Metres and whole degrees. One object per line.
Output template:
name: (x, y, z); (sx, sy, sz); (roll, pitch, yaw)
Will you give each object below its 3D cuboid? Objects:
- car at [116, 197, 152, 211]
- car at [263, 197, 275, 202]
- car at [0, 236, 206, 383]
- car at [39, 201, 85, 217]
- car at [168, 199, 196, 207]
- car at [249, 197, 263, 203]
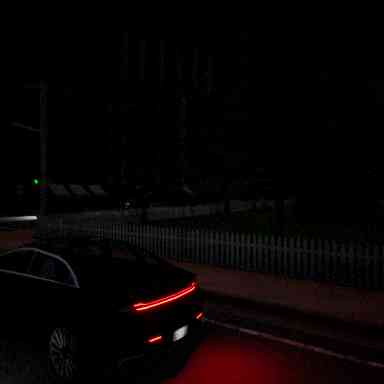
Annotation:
car: (-6.937, 1.352, 39.878); (2.097, 1.767, 4.553); (0, 0, 34)
car: (15.238, 1.547, 59.874); (2.033, 1.411, 5.357); (0, 0, 34)
car: (-2.104, 1.491, 5.443); (4.902, 1.511, 2.128); (0, 0, 36)
car: (-12.356, 1.564, 31.856); (1.994, 1.385, 4.181); (0, 0, 34)
car: (-1.376, 1.601, 48.097); (1.895, 1.301, 4.718); (0, 0, 34)
car: (12.360, 1.601, 61.861); (1.895, 1.301, 4.718); (0, 0, 34)
